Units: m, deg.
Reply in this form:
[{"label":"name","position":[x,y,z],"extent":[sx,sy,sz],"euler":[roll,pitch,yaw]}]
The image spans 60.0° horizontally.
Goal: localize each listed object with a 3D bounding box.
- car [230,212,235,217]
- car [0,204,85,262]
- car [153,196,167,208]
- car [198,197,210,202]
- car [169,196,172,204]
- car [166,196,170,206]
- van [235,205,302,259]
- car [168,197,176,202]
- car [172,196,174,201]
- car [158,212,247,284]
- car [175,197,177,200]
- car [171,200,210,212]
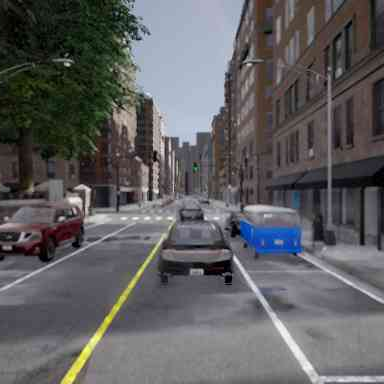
[{"label":"car","position":[2.860,1.701,18.420],"extent":[1.947,1.339,4.313],"euler":[0,0,0]},{"label":"car","position":[-5.667,1.410,12.723],"extent":[2.192,1.841,5.009],"euler":[0,0,0]},{"label":"car","position":[-5.658,1.916,56.239],"extent":[1.752,1.417,4.829],"euler":[0,0,0]},{"label":"car","position":[2.870,1.951,72.796],"extent":[1.967,1.590,4.097],"euler":[0,0,0]},{"label":"car","position":[-5.655,2.015,67.310],"extent":[1.887,1.381,4.507],"euler":[0,0,0]},{"label":"car","position":[-5.656,1.982,61.859],"extent":[2.008,1.369,4.403],"euler":[0,0,0]},{"label":"van","position":[2.858,1.436,12.761],"extent":[1.690,1.788,3.998],"euler":[0,0,0]},{"label":"car","position":[-5.650,2.205,94.394],"extent":[1.752,1.417,4.829],"euler":[0,0,0]},{"label":"car","position":[-5.654,2.056,72.761],"extent":[1.887,1.381,4.507],"euler":[0,0,0]},{"label":"car","position":[0.103,1.566,9.785],"extent":[2.128,1.511,4.902],"euler":[0,0,0]},{"label":"car","position":[-5.652,2.145,83.662],"extent":[2.008,1.369,4.403],"euler":[0,0,0]},{"label":"car","position":[-0.257,1.685,26.901],"extent":[2.128,1.511,4.902],"euler":[0,0,-8]}]
